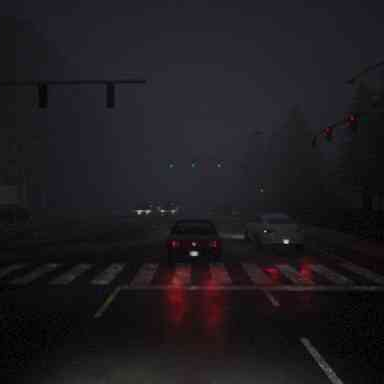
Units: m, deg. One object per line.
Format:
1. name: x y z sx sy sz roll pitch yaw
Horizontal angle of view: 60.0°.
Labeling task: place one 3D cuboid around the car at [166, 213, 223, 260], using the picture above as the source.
1. car: 0.070 1.722 12.965 1.895 1.301 4.718 0 -1 0

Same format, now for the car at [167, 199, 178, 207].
1. car: -3.934 2.142 66.732 1.812 1.442 4.674 0 0 -6

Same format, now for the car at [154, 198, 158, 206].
1. car: -7.322 1.958 65.300 2.097 1.767 4.553 0 -1 -5

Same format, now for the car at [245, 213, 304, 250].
1. car: 3.566 1.663 14.919 1.812 1.442 4.674 0 0 0

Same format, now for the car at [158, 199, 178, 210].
1. car: -3.683 1.833 51.791 2.097 1.767 4.553 0 -1 0

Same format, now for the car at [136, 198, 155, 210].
1. car: -7.187 2.032 50.562 1.994 1.385 4.181 0 0 0

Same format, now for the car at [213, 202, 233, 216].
1. car: 3.515 1.874 37.799 1.812 1.442 4.674 0 -1 0

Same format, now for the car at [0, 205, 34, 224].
1. car: -15.530 1.803 27.136 4.902 1.511 2.128 0 -1 1
